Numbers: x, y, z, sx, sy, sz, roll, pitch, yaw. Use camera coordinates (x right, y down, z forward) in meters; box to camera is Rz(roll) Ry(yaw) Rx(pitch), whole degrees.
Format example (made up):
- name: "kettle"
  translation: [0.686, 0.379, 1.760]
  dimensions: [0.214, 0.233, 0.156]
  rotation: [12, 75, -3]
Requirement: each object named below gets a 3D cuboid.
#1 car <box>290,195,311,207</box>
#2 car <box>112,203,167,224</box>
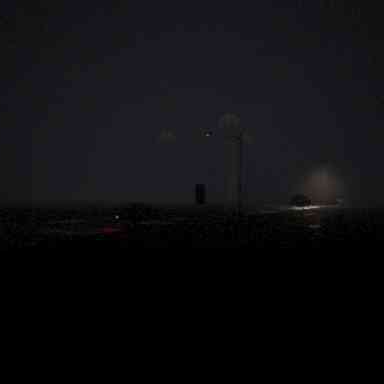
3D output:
- name: "car"
  translation: [18.791, 1.530, 57.554]
  dimensions: [2.150, 2.045, 5.566]
  rotation: [1, 0, 36]
- name: "car"
  translation: [-3.927, 1.583, 25.659]
  dimensions: [2.128, 1.511, 4.902]
  rotation: [1, 0, 35]
